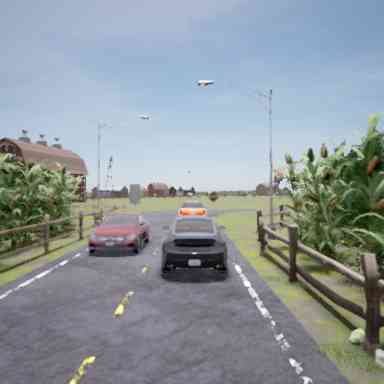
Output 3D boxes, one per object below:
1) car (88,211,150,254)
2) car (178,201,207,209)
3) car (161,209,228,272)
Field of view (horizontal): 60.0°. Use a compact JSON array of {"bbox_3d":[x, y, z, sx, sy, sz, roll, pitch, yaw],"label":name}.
[{"bbox_3d":[-2.854,1.567,13.892,1.812,1.442,4.674,1,0,0],"label":"car"},{"bbox_3d":[0.051,1.437,24.838,2.097,1.767,4.553,0,0,0],"label":"car"},{"bbox_3d":[0.073,1.544,10.888,1.837,1.490,4.892,0,0,0],"label":"car"}]
